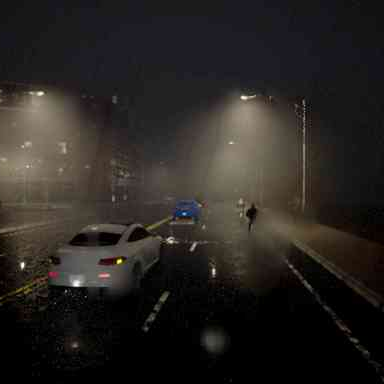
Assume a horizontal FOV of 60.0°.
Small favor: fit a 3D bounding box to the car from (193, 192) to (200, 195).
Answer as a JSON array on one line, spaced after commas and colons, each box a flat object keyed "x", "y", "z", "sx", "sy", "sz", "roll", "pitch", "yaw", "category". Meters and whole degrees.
[{"x": 1.618, "y": 1.354, "z": 91.504, "sx": 1.994, "sy": 1.385, "sz": 4.181, "roll": 0, "pitch": 0, "yaw": -1, "category": "car"}]

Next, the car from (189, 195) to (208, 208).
[{"x": 0.854, "y": 1.443, "z": 44.969, "sx": 1.812, "sy": 1.442, "sz": 4.674, "roll": 0, "pitch": 0, "yaw": 3, "category": "car"}]

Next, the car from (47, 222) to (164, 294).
[{"x": -1.978, "y": 1.511, "z": 8.703, "sx": 1.812, "sy": 1.442, "sz": 4.674, "roll": 0, "pitch": 0, "yaw": 6, "category": "car"}]

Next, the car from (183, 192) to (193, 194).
[{"x": -1.598, "y": 1.029, "z": 88.941, "sx": 2.150, "sy": 2.045, "sz": 5.566, "roll": 0, "pitch": 0, "yaw": -1, "category": "car"}]

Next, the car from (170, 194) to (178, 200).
[{"x": -4.848, "y": 1.284, "z": 88.901, "sx": 1.882, "sy": 1.535, "sz": 5.008, "roll": 0, "pitch": 0, "yaw": -1, "category": "car"}]

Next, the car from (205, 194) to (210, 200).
[{"x": 4.940, "y": 1.416, "z": 84.521, "sx": 1.895, "sy": 1.301, "sz": 4.718, "roll": 0, "pitch": 0, "yaw": -1, "category": "car"}]

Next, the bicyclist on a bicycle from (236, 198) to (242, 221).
[{"x": 3.508, "y": 1.330, "z": 23.977, "sx": 0.659, "sy": 1.776, "sz": 1.843, "roll": 0, "pitch": 0, "yaw": 5, "category": "bicyclist on a bicycle"}]

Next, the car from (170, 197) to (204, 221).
[{"x": -0.344, "y": 1.431, "z": 26.546, "sx": 1.882, "sy": 1.535, "sz": 5.008, "roll": 0, "pitch": 0, "yaw": 5, "category": "car"}]

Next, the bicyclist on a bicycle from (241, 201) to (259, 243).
[{"x": 2.711, "y": 1.347, "z": 14.937, "sx": 0.659, "sy": 1.776, "sz": 1.843, "roll": 0, "pitch": 0, "yaw": 5, "category": "bicyclist on a bicycle"}]

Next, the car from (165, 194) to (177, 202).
[{"x": -4.845, "y": 1.451, "z": 72.618, "sx": 1.895, "sy": 1.301, "sz": 4.718, "roll": 0, "pitch": 0, "yaw": 1, "category": "car"}]

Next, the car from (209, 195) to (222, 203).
[{"x": 4.859, "y": 1.375, "z": 65.470, "sx": 1.837, "sy": 1.490, "sz": 4.892, "roll": 0, "pitch": 0, "yaw": 1, "category": "car"}]

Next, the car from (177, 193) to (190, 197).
[{"x": -1.594, "y": 1.394, "z": 72.718, "sx": 2.033, "sy": 1.411, "sz": 5.357, "roll": 0, "pitch": 0, "yaw": 1, "category": "car"}]
